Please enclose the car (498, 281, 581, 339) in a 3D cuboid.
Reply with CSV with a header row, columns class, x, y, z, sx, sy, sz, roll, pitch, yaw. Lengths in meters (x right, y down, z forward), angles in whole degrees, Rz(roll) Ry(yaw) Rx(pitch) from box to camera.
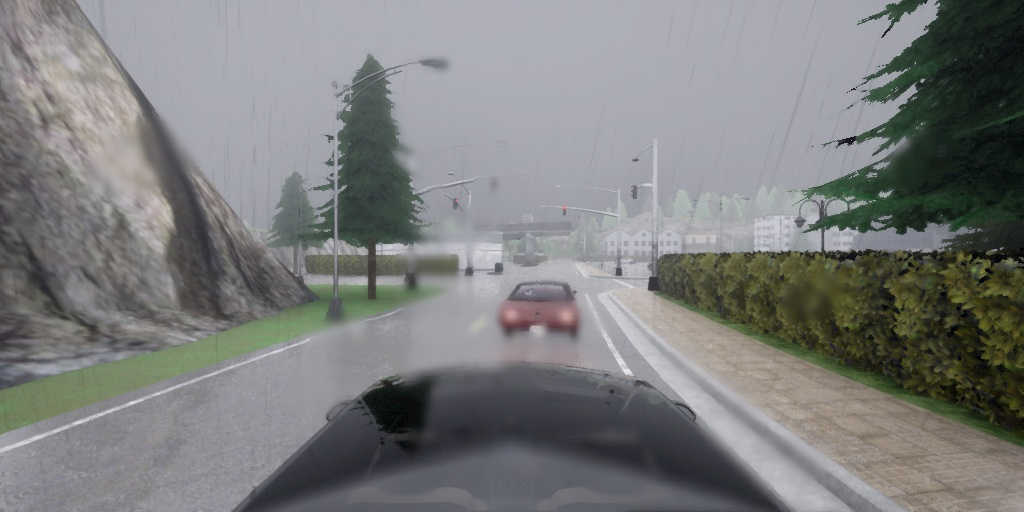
class,x,y,z,sx,sy,sz,roll,pitch,yaw
car,0.918,1.351,10.149,1.895,1.301,4.718,0,0,8
